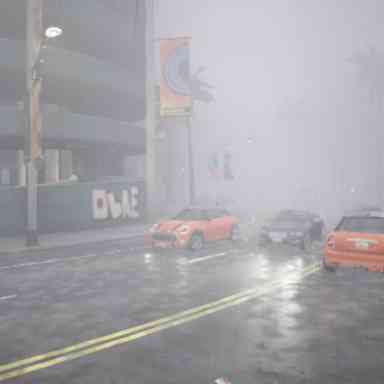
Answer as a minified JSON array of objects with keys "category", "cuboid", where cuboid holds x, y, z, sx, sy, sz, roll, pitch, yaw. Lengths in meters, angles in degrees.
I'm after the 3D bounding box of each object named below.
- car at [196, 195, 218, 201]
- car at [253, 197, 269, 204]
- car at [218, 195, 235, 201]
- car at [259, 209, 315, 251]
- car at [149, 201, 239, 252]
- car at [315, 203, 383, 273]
[{"category":"car","cuboid":[2.593,1.541,62.296,2.150,2.045,5.566,0,0,-13]},{"category":"car","cuboid":[14.654,1.759,70.527,2.231,1.521,4.892,0,0,-13]},{"category":"car","cuboid":[6.234,1.509,62.068,2.150,2.045,5.566,0,0,-13]},{"category":"car","cuboid":[4.513,1.539,14.534,2.128,1.511,4.902,-1,0,33]},{"category":"car","cuboid":[0.209,1.436,14.558,2.097,1.767,4.553,-1,0,36]},{"category":"car","cuboid":[5.660,1.364,10.027,2.097,1.767,4.553,-1,0,40]}]
